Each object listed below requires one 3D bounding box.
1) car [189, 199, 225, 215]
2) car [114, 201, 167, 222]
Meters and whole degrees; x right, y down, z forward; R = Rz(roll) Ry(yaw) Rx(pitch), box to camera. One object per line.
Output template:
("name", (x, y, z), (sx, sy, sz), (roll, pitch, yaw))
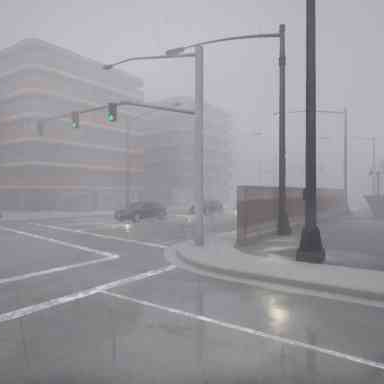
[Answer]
("car", (1.626, 1.505, 34.455), (1.837, 1.490, 4.892), (0, 0, 35))
("car", (-3.966, 1.505, 26.333), (1.837, 1.490, 4.892), (0, 0, 35))
